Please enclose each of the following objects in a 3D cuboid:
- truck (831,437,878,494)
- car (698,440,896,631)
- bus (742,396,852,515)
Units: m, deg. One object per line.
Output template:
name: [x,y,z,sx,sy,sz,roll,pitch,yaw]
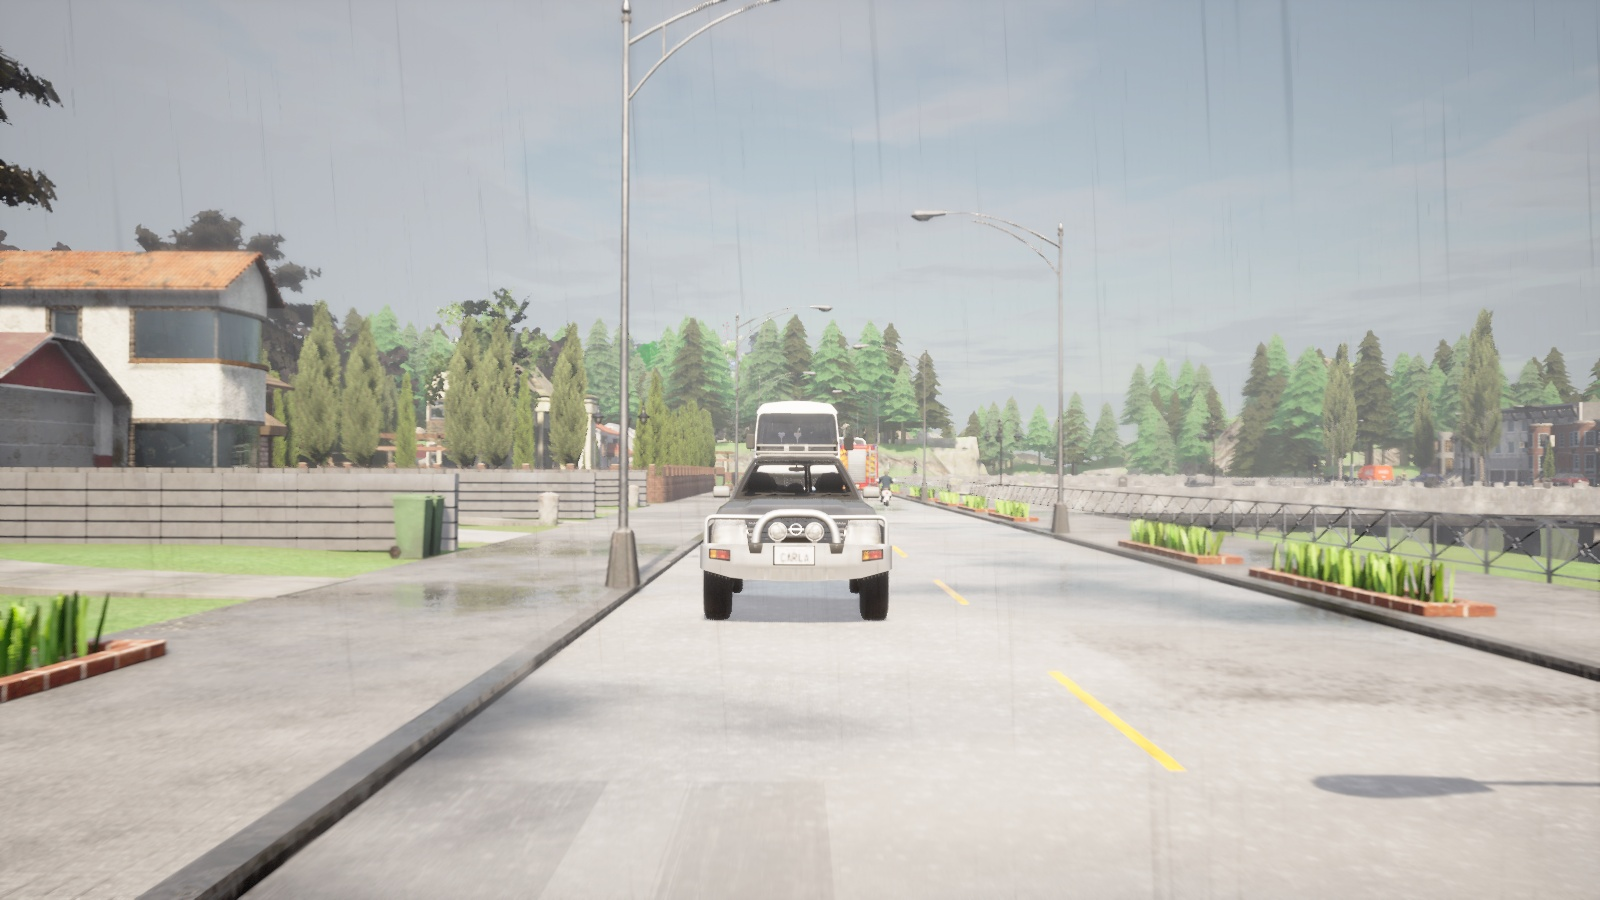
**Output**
truck: [3.788,1.118,88.578,2.891,3.827,8.468,0,-1,0]
car: [-0.035,0.876,14.594,1.932,1.855,4.605,0,-1,0]
bus: [-0.124,0.280,50.271,3.944,4.253,10.273,0,-1,0]
